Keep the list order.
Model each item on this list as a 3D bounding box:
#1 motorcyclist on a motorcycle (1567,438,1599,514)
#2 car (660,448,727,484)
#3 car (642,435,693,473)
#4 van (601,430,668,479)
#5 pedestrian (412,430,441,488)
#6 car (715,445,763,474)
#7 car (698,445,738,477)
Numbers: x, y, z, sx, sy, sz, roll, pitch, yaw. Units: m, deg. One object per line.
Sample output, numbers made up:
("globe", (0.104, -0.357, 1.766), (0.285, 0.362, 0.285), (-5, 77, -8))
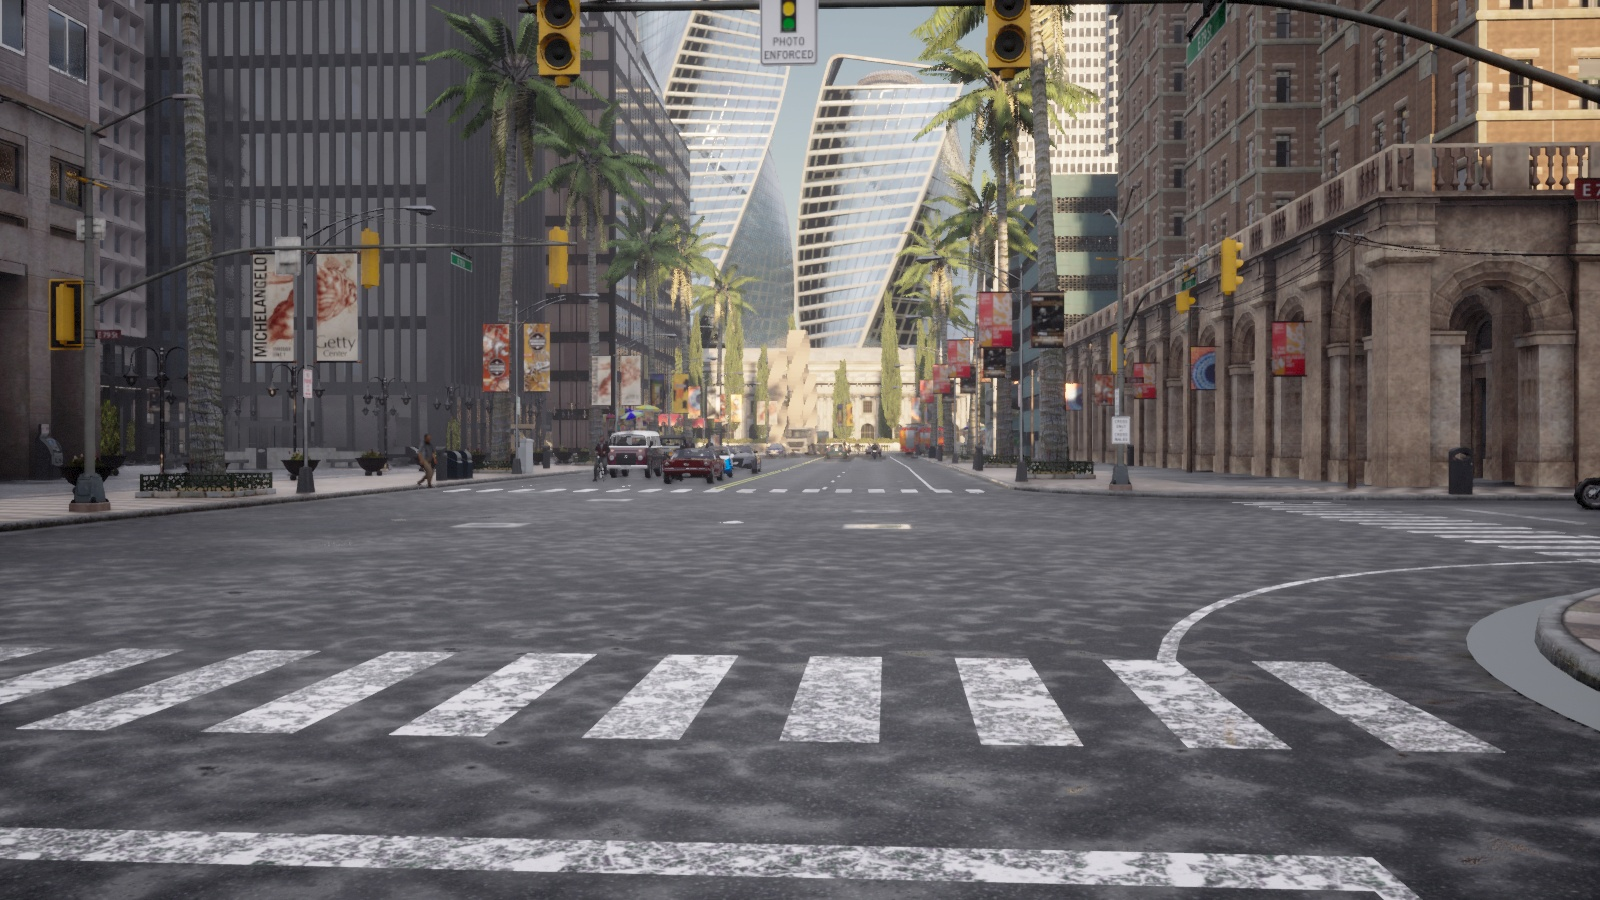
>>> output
("motorcyclist on a motorcycle", (18.289, 0.556, 27.621), (2.350, 1.649, 0.766), (0, 0, 3))
("car", (-4.025, 0.572, 48.115), (1.895, 1.301, 4.718), (0, 0, 3))
("car", (-6.588, 0.182, 62.927), (1.905, 1.878, 3.866), (0, 0, 4))
("van", (-7.118, 0.156, 54.544), (2.069, 2.038, 4.480), (0, 0, 4))
("pedestrian", (-11.957, 0.291, 40.185), (0.694, 1.848, 0.540), (0, 0, 22))
("car", (-3.054, 0.450, 63.475), (1.994, 1.385, 4.181), (0, 0, 3))
("car", (-3.574, 0.487, 55.148), (1.481, 1.376, 2.207), (0, 0, 4))
